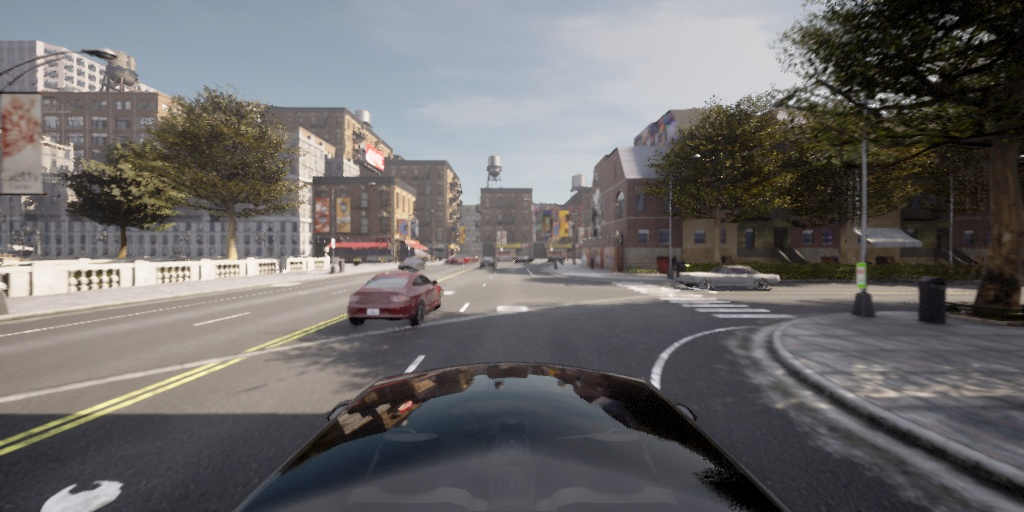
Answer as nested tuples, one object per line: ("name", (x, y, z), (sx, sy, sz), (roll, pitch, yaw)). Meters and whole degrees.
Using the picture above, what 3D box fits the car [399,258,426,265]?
("car", (-10.471, 0.921, 38.036), (2.033, 1.411, 5.357), (0, 1, 1))

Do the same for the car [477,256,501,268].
("car", (-2.916, 0.824, 46.185), (1.812, 1.442, 4.674), (0, 1, 5))

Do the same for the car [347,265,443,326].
("car", (-3.381, 1.178, 11.058), (1.812, 1.442, 4.674), (0, 1, 0))

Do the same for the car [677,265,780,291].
("car", (11.721, 1.180, 19.715), (4.718, 1.301, 1.895), (0, 1, 1))

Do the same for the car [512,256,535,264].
("car", (2.342, 0.728, 63.690), (1.895, 1.301, 4.718), (0, 1, 27))

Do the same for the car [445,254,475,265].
("car", (-8.144, 0.540, 56.641), (2.097, 1.767, 4.553), (0, 1, 16))
